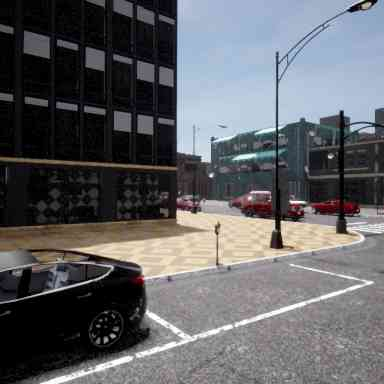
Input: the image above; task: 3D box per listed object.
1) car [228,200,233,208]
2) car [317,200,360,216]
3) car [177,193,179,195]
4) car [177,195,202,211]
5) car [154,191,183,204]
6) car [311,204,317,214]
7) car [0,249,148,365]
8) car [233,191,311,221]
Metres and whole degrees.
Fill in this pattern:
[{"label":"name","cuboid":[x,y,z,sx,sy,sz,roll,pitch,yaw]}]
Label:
[{"label":"car","cuboid":[6.032,1.130,38.674,1.967,1.590,4.097,1,0,-36]},{"label":"car","cuboid":[12.589,1.371,29.728,1.887,1.381,4.507,1,0,-36]},{"label":"car","cuboid":[-3.121,1.130,41.358,1.994,1.385,4.181,0,1,-36]},{"label":"car","cuboid":[-0.729,1.231,33.719,1.802,1.307,4.206,1,0,-36]},{"label":"car","cuboid":[-3.802,0.793,52.091,2.192,1.841,5.009,1,0,-36]},{"label":"car","cuboid":[7.013,0.997,27.527,2.150,2.045,5.566,0,1,-36]},{"label":"car","cuboid":[-2.706,1.566,4.624,4.313,1.339,1.947,0,0,-35]},{"label":"car","cuboid":[5.836,1.101,24.773,2.192,1.841,5.009,1,0,-36]}]
